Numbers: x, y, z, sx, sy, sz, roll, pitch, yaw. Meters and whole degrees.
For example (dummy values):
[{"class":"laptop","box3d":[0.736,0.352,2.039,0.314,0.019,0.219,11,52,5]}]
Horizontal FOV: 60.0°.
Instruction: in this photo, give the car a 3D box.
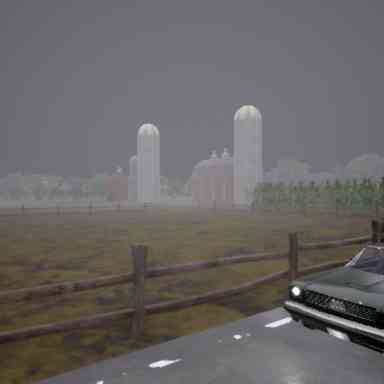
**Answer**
[{"class":"car","box3d":[3.754,1.606,5.751,4.718,1.301,1.895,0,0,-36]}]
